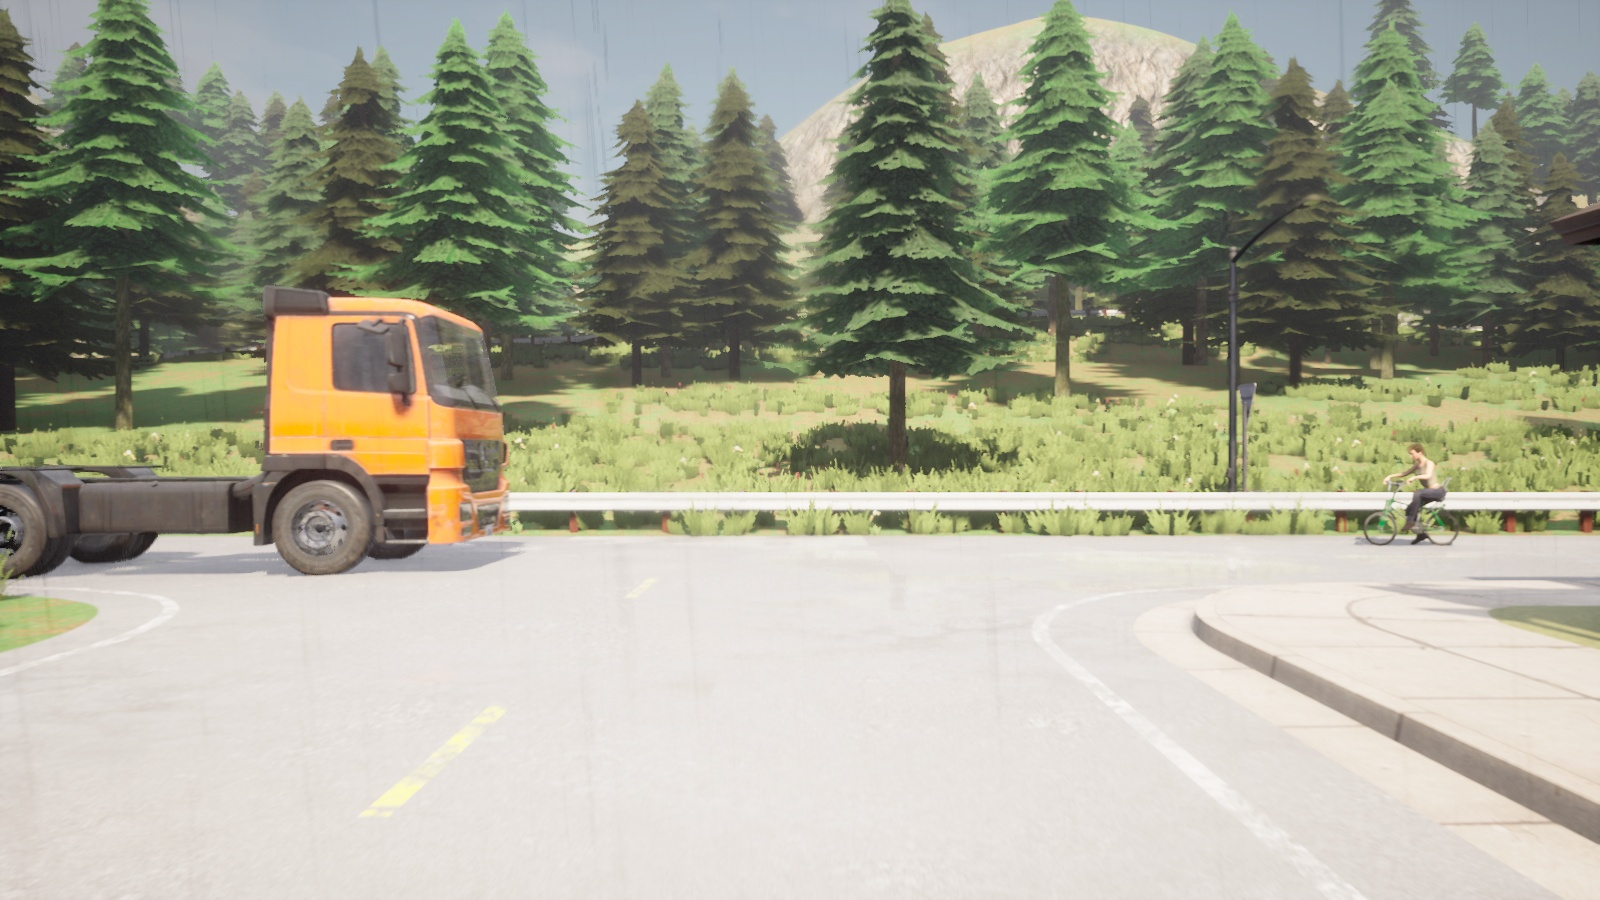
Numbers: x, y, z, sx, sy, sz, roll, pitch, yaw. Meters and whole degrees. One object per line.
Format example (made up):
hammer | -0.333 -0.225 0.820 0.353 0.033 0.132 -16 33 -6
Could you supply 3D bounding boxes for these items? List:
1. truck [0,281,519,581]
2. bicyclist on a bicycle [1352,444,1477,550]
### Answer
truck | -7.914 -0.213 16.105 7.936 3.462 2.891 0 0 0
bicyclist on a bicycle | 9.537 0.714 19.528 1.509 1.612 0.866 0 0 0
